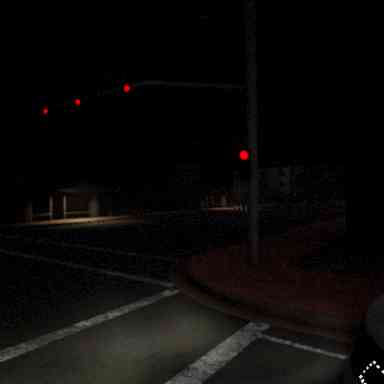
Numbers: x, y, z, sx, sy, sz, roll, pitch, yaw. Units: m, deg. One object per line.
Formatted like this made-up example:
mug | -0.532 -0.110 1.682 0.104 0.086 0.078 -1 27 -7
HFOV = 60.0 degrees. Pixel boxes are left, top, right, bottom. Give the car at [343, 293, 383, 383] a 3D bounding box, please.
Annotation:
car | 3.677 1.197 1.409 5.566 2.045 2.150 0 0 37
